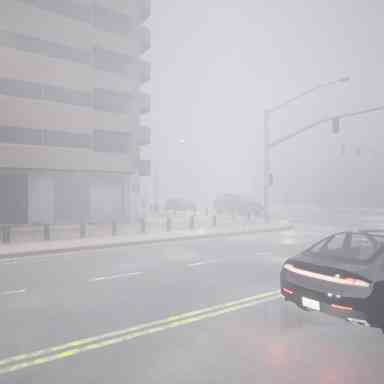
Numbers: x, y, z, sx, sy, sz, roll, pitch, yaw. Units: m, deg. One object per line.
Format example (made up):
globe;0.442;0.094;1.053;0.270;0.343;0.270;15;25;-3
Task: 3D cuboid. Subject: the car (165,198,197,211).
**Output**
car;-1.383;1.422;40.446;1.882;1.535;5.008;0;0;-35

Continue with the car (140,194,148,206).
car;-8.901;1.168;51.392;2.150;2.045;5.566;0;0;-34

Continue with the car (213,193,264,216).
car;4.351;1.166;32.252;2.150;2.045;5.566;0;0;-35

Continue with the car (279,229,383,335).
car;3.813;1.492;6.463;4.902;1.511;2.128;0;0;-35
